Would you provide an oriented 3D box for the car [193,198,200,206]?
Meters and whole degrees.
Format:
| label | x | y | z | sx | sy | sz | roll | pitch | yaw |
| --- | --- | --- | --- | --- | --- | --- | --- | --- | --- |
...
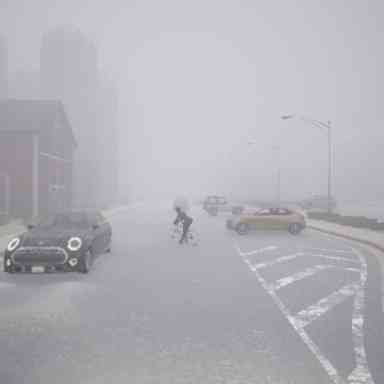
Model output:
| label | x | y | z | sx | sy | sz | roll | pitch | yaw |
| --- | --- | --- | --- | --- | --- | --- | --- | --- | --- |
| car | 2.263 | 1.480 | 55.851 | 4.611 | 1.667 | 2.242 | 0 | 0 | -2 |

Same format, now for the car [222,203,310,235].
| label | x | y | z | sx | sy | sz | roll | pitch | yaw |
| --- | --- | --- | --- | --- | --- | --- | --- | --- | --- |
| car | 3.960 | 1.506 | 18.196 | 4.193 | 1.474 | 1.816 | 0 | 0 | -2 |

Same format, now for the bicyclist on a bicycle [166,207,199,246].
| label | x | y | z | sx | sy | sz | roll | pitch | yaw |
| --- | --- | --- | --- | --- | --- | --- | --- | --- | --- |
| bicyclist on a bicycle | -0.432 | 1.455 | 14.007 | 1.656 | 1.620 | 0.582 | -3 | -1 | 32 |

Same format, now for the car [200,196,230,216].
| label | x | y | z | sx | sy | sz | roll | pitch | yaw |
| --- | --- | --- | --- | --- | --- | --- | --- | --- | --- |
| car | 2.988 | 1.313 | 31.655 | 3.866 | 1.878 | 1.905 | 0 | 0 | -2 |

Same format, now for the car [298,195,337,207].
| label | x | y | z | sx | sy | sz | roll | pitch | yaw |
| --- | --- | --- | --- | --- | --- | --- | --- | --- | --- |
| car | 15.931 | 1.310 | 42.238 | 4.605 | 1.855 | 1.932 | 0 | 0 | -2 |

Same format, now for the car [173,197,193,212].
| label | x | y | z | sx | sy | sz | roll | pitch | yaw |
| --- | --- | --- | --- | --- | --- | --- | --- | --- | --- |
| car | -1.243 | 1.601 | 38.568 | 1.895 | 1.301 | 4.718 | 0 | 0 | -2 |

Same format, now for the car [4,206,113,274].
| label | x | y | z | sx | sy | sz | roll | pitch | yaw |
| --- | --- | --- | --- | --- | --- | --- | --- | --- | --- |
| car | -3.931 | 1.352 | 10.576 | 2.097 | 1.767 | 4.553 | 0 | 0 | -2 |
